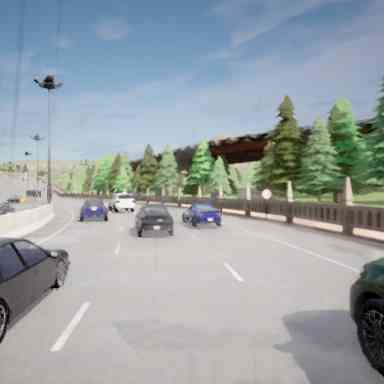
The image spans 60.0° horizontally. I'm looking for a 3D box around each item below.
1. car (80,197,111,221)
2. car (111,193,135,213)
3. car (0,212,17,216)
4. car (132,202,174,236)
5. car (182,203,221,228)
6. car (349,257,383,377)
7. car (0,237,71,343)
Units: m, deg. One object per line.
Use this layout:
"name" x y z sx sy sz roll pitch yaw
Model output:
"car" -8.066 1.329 27.341 2.097 1.767 4.553 0 0 -17
"car" -7.953 1.180 37.532 2.150 2.045 5.566 0 0 -22
"car" -15.036 1.550 25.870 2.033 1.411 5.357 0 0 -18
"car" -2.169 1.478 18.453 1.837 1.490 4.892 0 0 -11
"car" 0.589 1.483 22.132 1.812 1.442 4.674 0 0 -13
"car" 3.405 1.206 2.381 2.150 2.045 5.566 0 0 -3
"car" -3.802 1.549 6.041 2.033 1.411 5.357 0 0 -5
